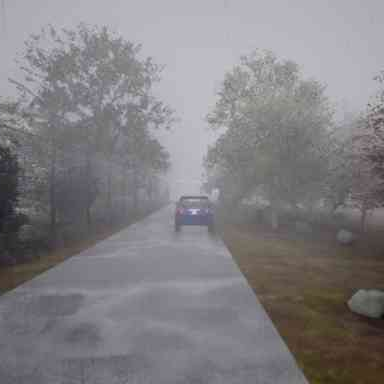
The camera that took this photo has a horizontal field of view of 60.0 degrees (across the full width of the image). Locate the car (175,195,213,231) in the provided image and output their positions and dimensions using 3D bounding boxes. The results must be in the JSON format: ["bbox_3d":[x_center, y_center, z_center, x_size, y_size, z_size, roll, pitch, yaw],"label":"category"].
[{"bbox_3d":[0.134,1.212,20.476,2.150,2.045,5.566,0,0,0],"label":"car"}]

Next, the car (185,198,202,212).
[{"bbox_3d":[0.176,1.460,39.145,1.882,1.535,5.008,0,0,0],"label":"car"}]

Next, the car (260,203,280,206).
[{"bbox_3d":[20.017,4.378,87.004,2.435,2.045,5.566,0,1,-18],"label":"car"}]
